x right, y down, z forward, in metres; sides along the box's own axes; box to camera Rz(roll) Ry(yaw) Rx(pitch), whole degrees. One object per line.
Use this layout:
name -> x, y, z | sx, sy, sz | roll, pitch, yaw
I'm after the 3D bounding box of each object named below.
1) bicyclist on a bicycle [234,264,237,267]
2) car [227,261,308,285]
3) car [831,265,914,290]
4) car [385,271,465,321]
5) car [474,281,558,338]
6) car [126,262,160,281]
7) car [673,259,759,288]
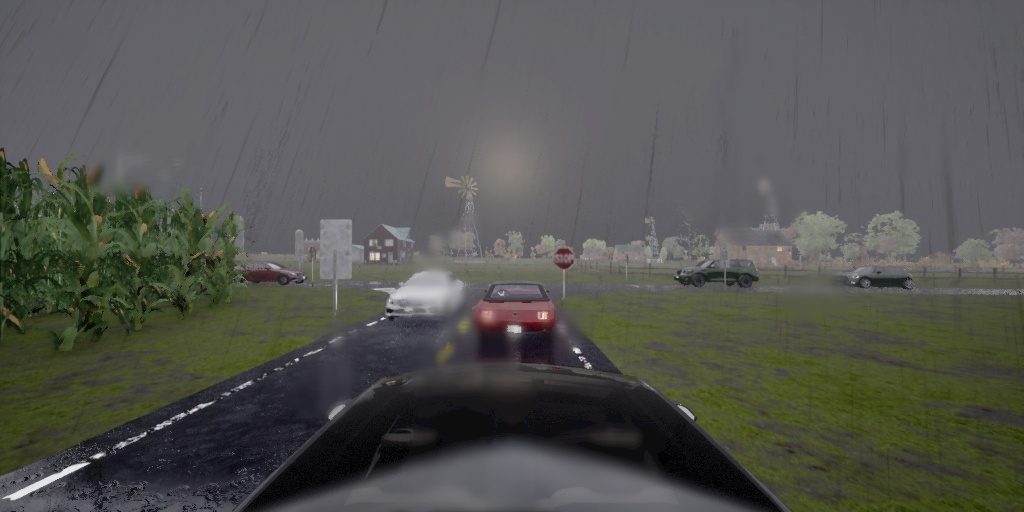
bicyclist on a bicycle -> -22.674, 0.996, 28.897 | 0.582, 1.620, 1.656 | 1, 0, 0
car -> -15.649, 1.080, 22.957 | 4.674, 1.442, 1.812 | 1, -1, 0
car -> 26.115, 1.478, 26.081 | 4.553, 1.767, 2.097 | 1, -1, 0
car -> -2.835, 1.279, 12.628 | 1.812, 1.442, 4.674 | 0, 0, 2
car -> 0.139, 1.353, 10.202 | 1.895, 1.301, 4.718 | 0, 0, 1
car -> -25.515, 0.652, 22.920 | 5.566, 2.045, 2.150 | 1, -1, 0
car -> 14.779, 1.203, 26.036 | 5.566, 2.045, 2.150 | 1, -1, 0
